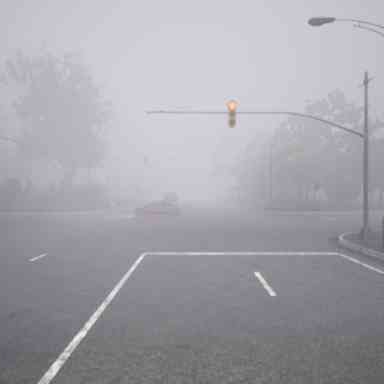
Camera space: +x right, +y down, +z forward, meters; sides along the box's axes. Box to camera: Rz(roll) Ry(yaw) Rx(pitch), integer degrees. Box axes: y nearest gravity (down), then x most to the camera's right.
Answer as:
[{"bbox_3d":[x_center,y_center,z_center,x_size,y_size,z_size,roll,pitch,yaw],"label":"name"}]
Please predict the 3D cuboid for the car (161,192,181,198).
[{"bbox_3d":[-3.471,1.090,54.617,2.150,2.045,5.566,0,0,0],"label":"car"}]

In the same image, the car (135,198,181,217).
[{"bbox_3d":[-3.093,1.498,30.285,4.181,1.385,1.994,0,0,-3],"label":"car"}]
